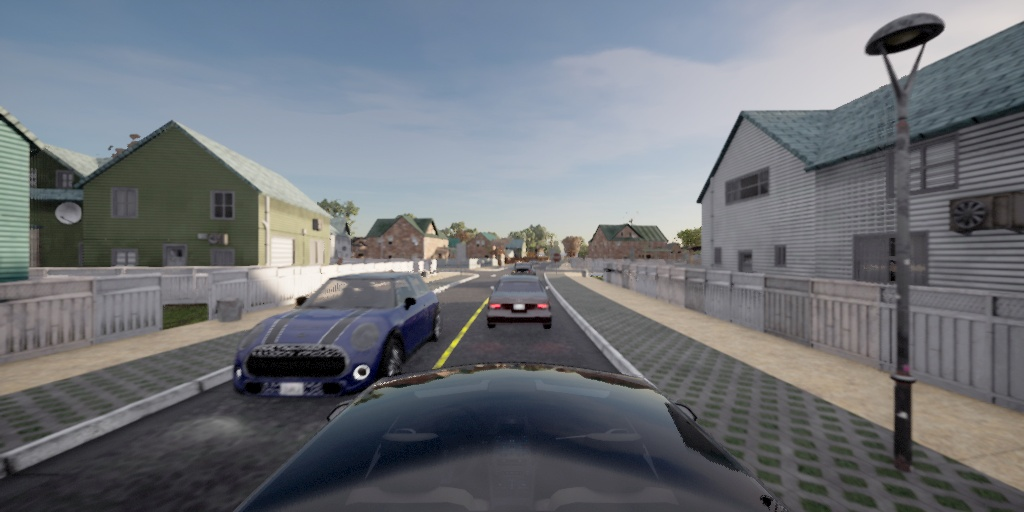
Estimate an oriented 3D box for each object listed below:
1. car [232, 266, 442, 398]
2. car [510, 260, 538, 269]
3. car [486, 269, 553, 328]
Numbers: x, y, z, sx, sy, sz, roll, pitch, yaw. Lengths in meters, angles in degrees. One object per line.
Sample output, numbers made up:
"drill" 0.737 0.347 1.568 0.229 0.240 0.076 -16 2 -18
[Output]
"car" -2.776 1.108 6.831 2.097 1.767 4.553 0 0 1
"car" 0.863 1.285 26.746 1.837 1.490 4.892 0 0 3
"car" 0.236 1.310 11.420 2.033 1.411 5.357 0 0 1
